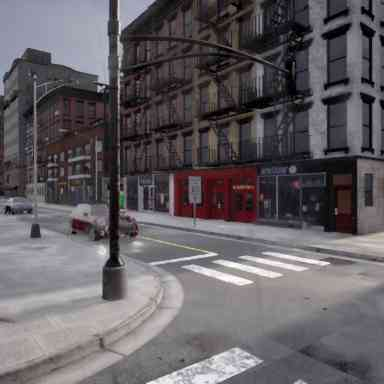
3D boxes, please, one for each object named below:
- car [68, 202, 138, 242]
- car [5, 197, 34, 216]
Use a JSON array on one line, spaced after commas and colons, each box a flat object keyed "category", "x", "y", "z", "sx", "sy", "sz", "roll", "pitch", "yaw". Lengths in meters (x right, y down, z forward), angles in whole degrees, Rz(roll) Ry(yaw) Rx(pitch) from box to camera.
[{"category": "car", "x": -4.483, "y": 1.331, "z": 16.506, "sx": 2.097, "sy": 1.767, "sz": 4.553, "roll": 0, "pitch": 0, "yaw": -38}, {"category": "car", "x": -16.651, "y": 1.297, "z": 32.276, "sx": 2.097, "sy": 1.767, "sz": 4.553, "roll": 0, "pitch": 0, "yaw": -38}]
